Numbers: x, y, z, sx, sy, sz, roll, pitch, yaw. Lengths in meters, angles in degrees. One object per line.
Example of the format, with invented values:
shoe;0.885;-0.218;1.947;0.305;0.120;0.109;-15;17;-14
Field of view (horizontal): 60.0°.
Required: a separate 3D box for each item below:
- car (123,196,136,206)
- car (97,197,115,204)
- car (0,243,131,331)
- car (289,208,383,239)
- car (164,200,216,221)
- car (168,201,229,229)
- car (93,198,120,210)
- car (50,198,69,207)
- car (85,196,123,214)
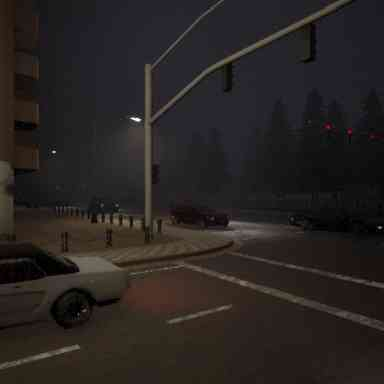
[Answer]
car;-11.422;1.416;57.204;2.097;1.767;4.553;0;0;-36
car;-16.683;1.665;64.482;1.895;1.301;4.718;0;0;-36
car;-3.554;1.601;5.477;4.718;1.301;1.895;0;0;-33
car;7.909;1.587;18.029;2.033;1.411;5.357;0;-1;-36
car;-0.256;1.551;29.365;2.128;1.511;4.902;0;0;-36
car;0.418;1.538;22.439;1.882;1.535;5.008;0;0;-36
car;-11.670;1.566;45.254;1.837;1.490;4.892;0;0;-36
car;-20.770;1.646;52.044;1.994;1.385;4.181;0;0;-36
car;-9.752;1.412;36.576;2.097;1.767;4.553;0;0;-36
